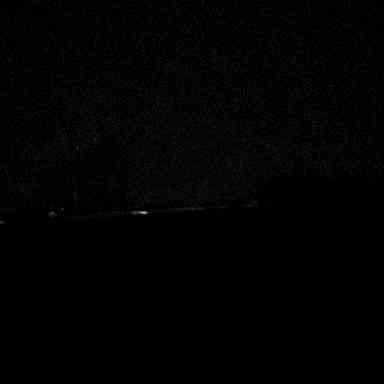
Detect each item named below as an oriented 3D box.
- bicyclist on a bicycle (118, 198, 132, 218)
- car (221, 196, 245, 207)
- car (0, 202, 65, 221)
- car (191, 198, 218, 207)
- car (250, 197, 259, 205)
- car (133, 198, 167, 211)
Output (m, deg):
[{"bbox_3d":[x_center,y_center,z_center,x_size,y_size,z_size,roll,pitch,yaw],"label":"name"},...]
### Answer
[{"bbox_3d":[-5.672,1.351,28.116,1.656,1.620,0.582,0,0,35],"label":"bicyclist on a bicycle"},{"bbox_3d":[6.256,1.406,50.361,1.882,1.535,5.008,-1,-1,36],"label":"car"},{"bbox_3d":[-13.342,1.537,27.613,2.033,1.411,5.357,-1,-1,35],"label":"car"},{"bbox_3d":[1.814,1.567,49.045,1.895,1.301,4.718,-1,-1,36],"label":"car"},{"bbox_3d":[11.958,1.477,58.540,2.128,1.511,4.902,-1,-1,35],"label":"car"},{"bbox_3d":[-4.914,1.486,39.565,1.812,1.442,4.674,-1,-1,35],"label":"car"}]
